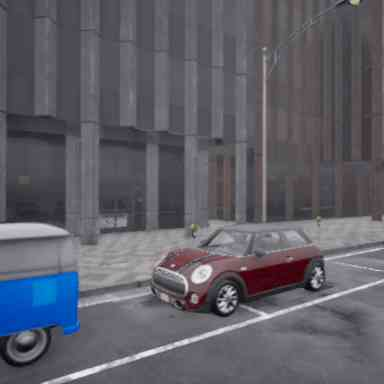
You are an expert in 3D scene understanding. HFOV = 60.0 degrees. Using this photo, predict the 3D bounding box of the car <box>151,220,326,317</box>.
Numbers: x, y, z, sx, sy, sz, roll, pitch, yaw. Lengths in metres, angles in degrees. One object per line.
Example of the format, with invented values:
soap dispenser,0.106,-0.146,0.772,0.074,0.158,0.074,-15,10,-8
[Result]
car,1.116,1.476,7.445,4.097,1.590,1.967,0,0,-35

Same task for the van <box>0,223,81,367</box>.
van,-3.474,1.337,4.175,3.998,1.788,1.690,0,0,-35
